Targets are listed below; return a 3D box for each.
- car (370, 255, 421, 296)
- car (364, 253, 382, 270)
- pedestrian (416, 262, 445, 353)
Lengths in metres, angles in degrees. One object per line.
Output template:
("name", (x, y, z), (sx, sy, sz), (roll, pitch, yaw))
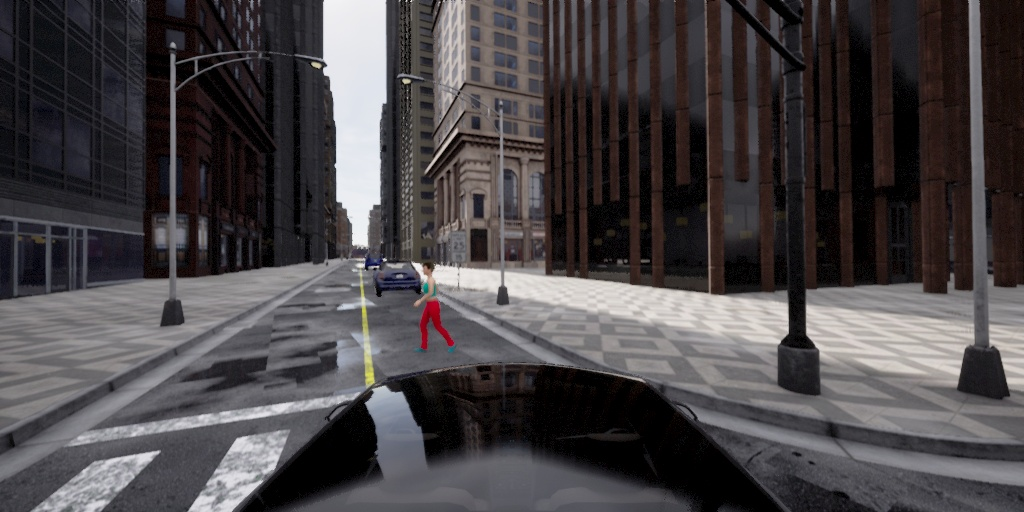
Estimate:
("car", (-6.107, 0.979, 18.776), (2.097, 1.767, 4.553), (0, 0, -23))
("car", (-17.317, 0.687, 45.115), (2.150, 2.045, 5.566), (0, 0, -23))
("pedestrian", (-1.630, 1.002, 7.158), (0.375, 1.860, 0.375), (1, -1, -23))
